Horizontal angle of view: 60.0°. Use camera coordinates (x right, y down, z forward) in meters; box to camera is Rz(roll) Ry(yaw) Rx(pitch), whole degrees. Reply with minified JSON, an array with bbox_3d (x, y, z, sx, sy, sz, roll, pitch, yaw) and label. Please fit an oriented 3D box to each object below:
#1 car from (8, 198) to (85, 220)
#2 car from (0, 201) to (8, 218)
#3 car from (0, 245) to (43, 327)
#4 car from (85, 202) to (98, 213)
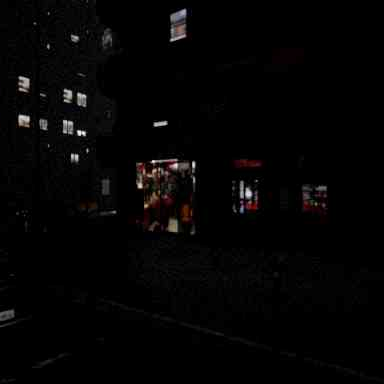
[{"bbox_3d":[-11.101,1.283,25.773,1.837,1.490,4.892,0,1,35],"label":"car"},{"bbox_3d":[-14.039,1.349,26.071,2.008,1.369,4.403,1,1,35],"label":"car"},{"bbox_3d":[-4.473,1.551,6.062,4.403,1.369,2.008,0,0,35],"label":"car"},{"bbox_3d":[-10.949,1.248,30.497,1.752,1.417,4.829,1,1,35],"label":"car"}]
